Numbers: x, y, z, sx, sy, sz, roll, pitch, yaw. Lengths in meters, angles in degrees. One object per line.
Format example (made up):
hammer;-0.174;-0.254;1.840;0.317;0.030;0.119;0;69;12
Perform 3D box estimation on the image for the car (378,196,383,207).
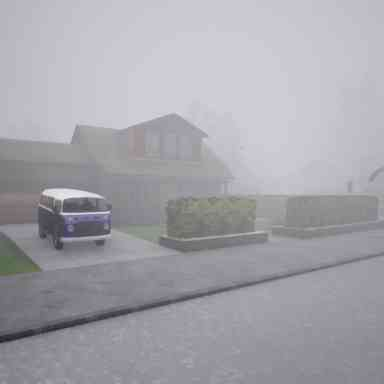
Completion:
car;24.632;0.986;41.423;3.866;1.878;1.905;0;0;-1
